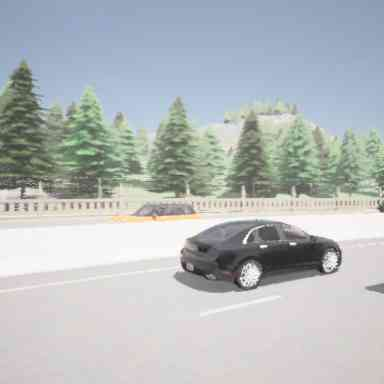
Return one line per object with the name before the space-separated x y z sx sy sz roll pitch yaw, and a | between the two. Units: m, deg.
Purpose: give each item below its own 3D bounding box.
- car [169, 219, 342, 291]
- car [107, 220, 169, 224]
car | 2.022 1.501 9.000 4.892 1.490 1.837 0 0 -32
car | -1.699 1.309 15.125 4.553 1.767 2.097 0 0 -30
